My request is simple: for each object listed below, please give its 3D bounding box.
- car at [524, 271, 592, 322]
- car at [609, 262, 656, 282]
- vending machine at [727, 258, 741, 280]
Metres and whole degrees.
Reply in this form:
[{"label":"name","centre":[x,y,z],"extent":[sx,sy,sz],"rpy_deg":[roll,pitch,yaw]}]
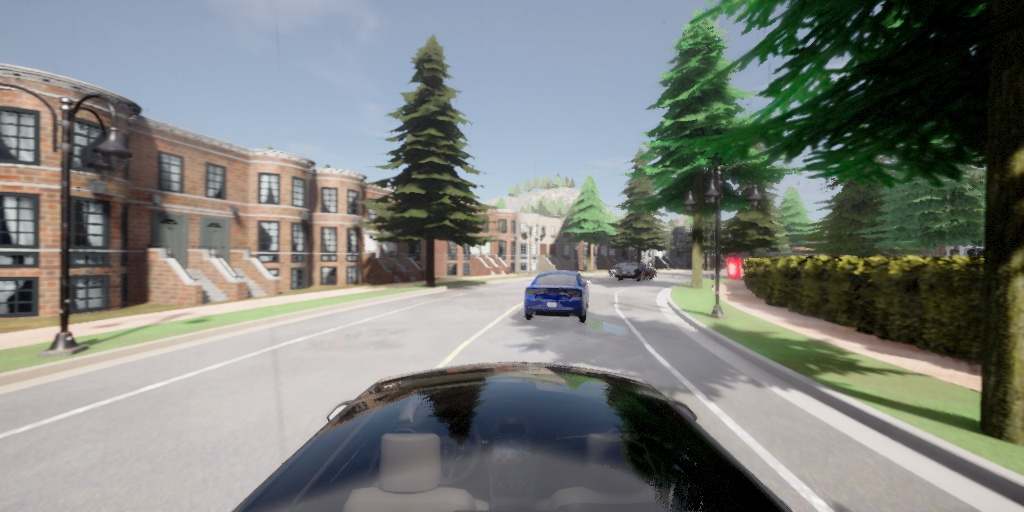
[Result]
[{"label":"car","centre":[1.717,1.244,12.607],"extent":[1.882,1.535,5.008],"rpy_deg":[0,0,14]},{"label":"car","centre":[10.489,1.392,30.271],"extent":[2.033,1.411,5.357],"rpy_deg":[0,0,39]},{"label":"vending machine","centre":[20.323,1.123,32.890],"extent":[0.880,2.100,1.100],"rpy_deg":[0,0,-40]}]
